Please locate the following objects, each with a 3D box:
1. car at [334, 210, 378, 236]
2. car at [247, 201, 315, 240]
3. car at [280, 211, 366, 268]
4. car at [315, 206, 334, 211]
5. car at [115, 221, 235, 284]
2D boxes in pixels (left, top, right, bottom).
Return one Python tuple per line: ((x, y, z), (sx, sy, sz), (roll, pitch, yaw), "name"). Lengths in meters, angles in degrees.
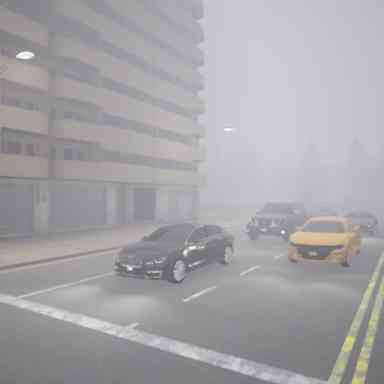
((10.717, 1.872, 21.148), (2.033, 1.411, 5.357), (-1, -1, 33), "car")
((5.058, 1.567, 18.861), (2.150, 2.045, 5.566), (-1, -1, 33), "car")
((5.129, 1.688, 12.519), (1.882, 1.535, 5.008), (-1, -1, 33), "car")
((10.776, 1.938, 27.624), (1.882, 1.535, 5.008), (-2, -1, 33), "car")
((-0.286, 1.741, 10.588), (1.837, 1.490, 4.892), (-1, -1, 33), "car")
